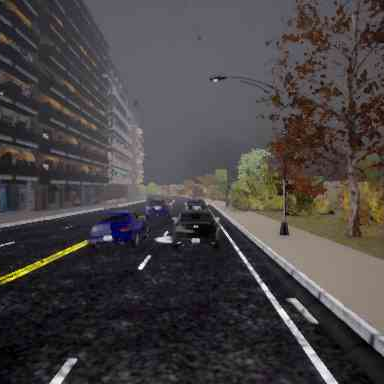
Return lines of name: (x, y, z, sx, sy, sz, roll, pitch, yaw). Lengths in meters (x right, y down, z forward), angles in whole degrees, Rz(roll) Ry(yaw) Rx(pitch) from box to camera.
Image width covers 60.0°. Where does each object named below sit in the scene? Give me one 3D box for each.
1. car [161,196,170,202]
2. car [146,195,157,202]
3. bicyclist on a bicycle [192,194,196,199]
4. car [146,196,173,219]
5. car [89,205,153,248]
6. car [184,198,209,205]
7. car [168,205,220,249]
car: (-5.991, 1.543, 75.962, 1.895, 1.301, 4.718, 0, 0, -1)
car: (-9.241, 1.502, 75.889, 1.994, 1.385, 4.181, 0, 0, -1)
bicyclist on a bicycle: (0.875, 1.395, 90.596, 0.659, 1.776, 1.843, 0, 0, -3)
car: (-2.848, 1.370, 29.550, 2.097, 1.767, 4.553, 0, 0, 1)
car: (-3.073, 1.533, 14.580, 1.812, 1.442, 4.674, 0, 0, 1)
car: (0.401, 1.370, 29.501, 2.097, 1.767, 4.553, 0, 0, 1)
car: (0.176, 1.517, 14.532, 1.837, 1.490, 4.892, 0, 0, 1)
